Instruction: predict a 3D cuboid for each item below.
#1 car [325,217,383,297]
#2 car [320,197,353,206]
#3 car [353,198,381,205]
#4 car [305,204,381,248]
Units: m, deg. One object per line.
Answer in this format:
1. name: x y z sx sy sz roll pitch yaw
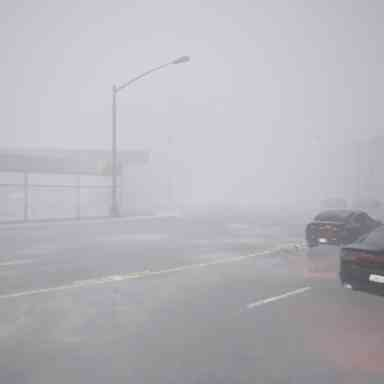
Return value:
1. car: 5.317 1.457 7.798 5.008 1.535 1.882 0 0 -41
2. car: 17.658 1.382 41.640 2.128 1.511 4.902 0 0 1
3. car: 21.120 1.421 40.337 1.812 1.442 4.674 0 0 3
4. car: 6.360 1.469 13.639 1.837 1.490 4.892 1 1 44
